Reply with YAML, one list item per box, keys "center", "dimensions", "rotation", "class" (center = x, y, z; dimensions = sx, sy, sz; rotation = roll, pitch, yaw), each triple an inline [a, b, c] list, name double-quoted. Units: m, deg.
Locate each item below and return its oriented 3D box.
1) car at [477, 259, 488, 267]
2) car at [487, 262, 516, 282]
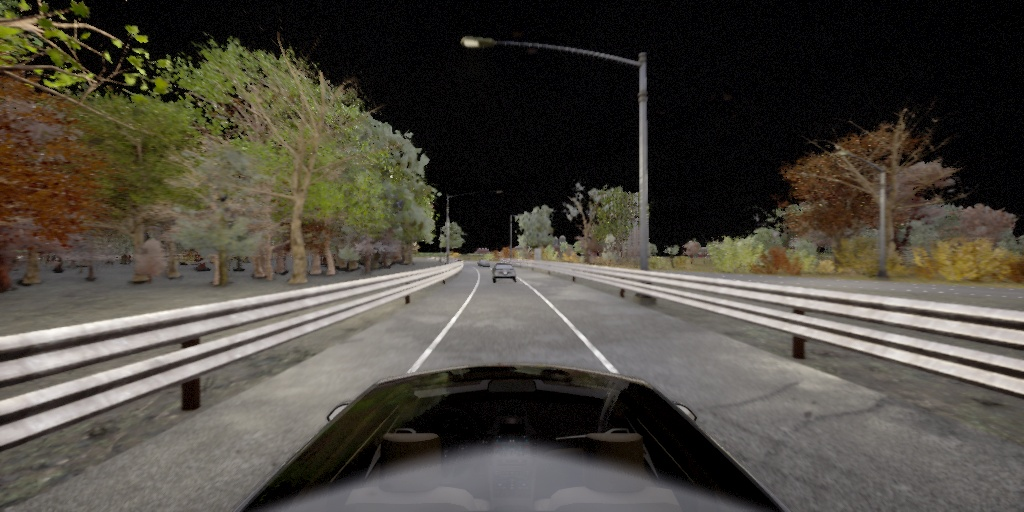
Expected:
- center: [-5.232, 1.269, 64.752]
  dimensions: [1.994, 1.385, 4.181]
  rotation: [0, 0, -10]
  class: "car"
- center: [-0.732, 1.294, 29.265]
  dimensions: [2.033, 1.411, 5.357]
  rotation: [0, 0, -5]
  class: "car"
